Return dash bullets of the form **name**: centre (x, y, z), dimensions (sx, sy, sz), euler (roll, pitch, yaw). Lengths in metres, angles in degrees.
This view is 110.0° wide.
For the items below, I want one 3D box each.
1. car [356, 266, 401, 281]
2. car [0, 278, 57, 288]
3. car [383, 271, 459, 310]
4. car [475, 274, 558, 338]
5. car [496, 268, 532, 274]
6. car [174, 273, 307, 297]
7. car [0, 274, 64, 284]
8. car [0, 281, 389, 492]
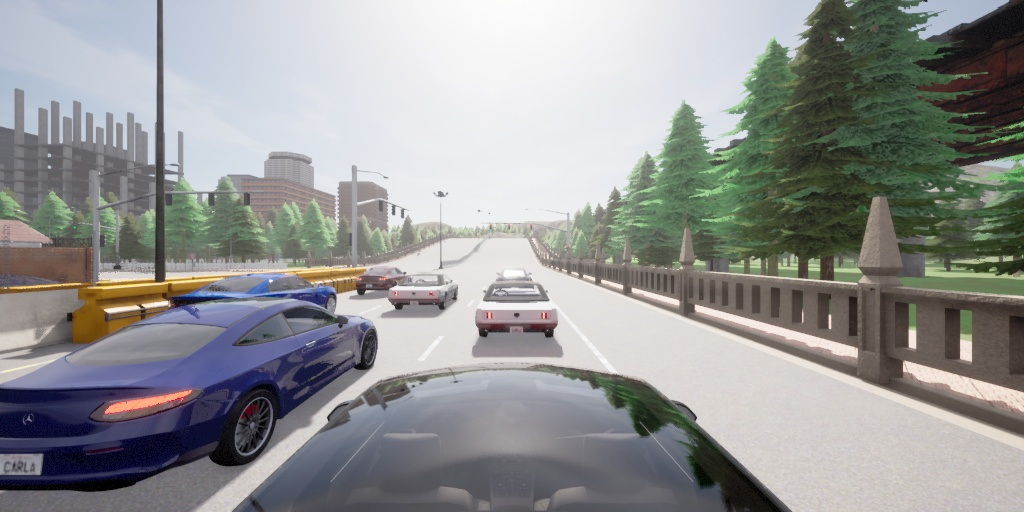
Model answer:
- **car**: centre (-6.891, 1.276, 19.583), dimensions (1.812, 1.442, 4.674), euler (0, 0, 0)
- **car**: centre (-14.092, 1.351, 7.939), dimensions (1.895, 1.301, 4.718), euler (0, 0, 0)
- **car**: centre (-3.394, 1.351, 14.702), dimensions (1.895, 1.301, 4.718), euler (0, 0, 0)
- **car**: centre (0.105, 1.351, 10.189), dimensions (1.895, 1.301, 4.718), euler (0, 0, 0)
- **car**: centre (0.109, 1.314, 18.941), dimensions (1.994, 1.385, 4.181), euler (0, 0, 0)
- **car**: centre (-6.896, 1.228, 10.242), dimensions (1.882, 1.535, 5.008), euler (0, 0, 0)
- **car**: centre (-17.581, 1.314, 11.869), dimensions (1.994, 1.385, 4.181), euler (0, 0, 0)
- **car**: centre (-3.397, 1.276, 4.784), dimensions (1.812, 1.442, 4.674), euler (0, 0, 0)
